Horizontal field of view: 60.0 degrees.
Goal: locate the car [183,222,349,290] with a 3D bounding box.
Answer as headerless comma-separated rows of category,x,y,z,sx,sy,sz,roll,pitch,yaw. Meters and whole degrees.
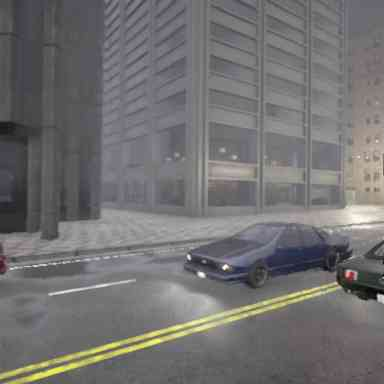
car,2.395,1.569,9.377,5.357,1.411,2.033,0,0,-35

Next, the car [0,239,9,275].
car,-6.532,1.522,7.011,4.674,1.442,1.812,0,0,-35

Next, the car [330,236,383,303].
car,5.243,1.625,7.171,4.718,1.301,1.895,0,0,-35
